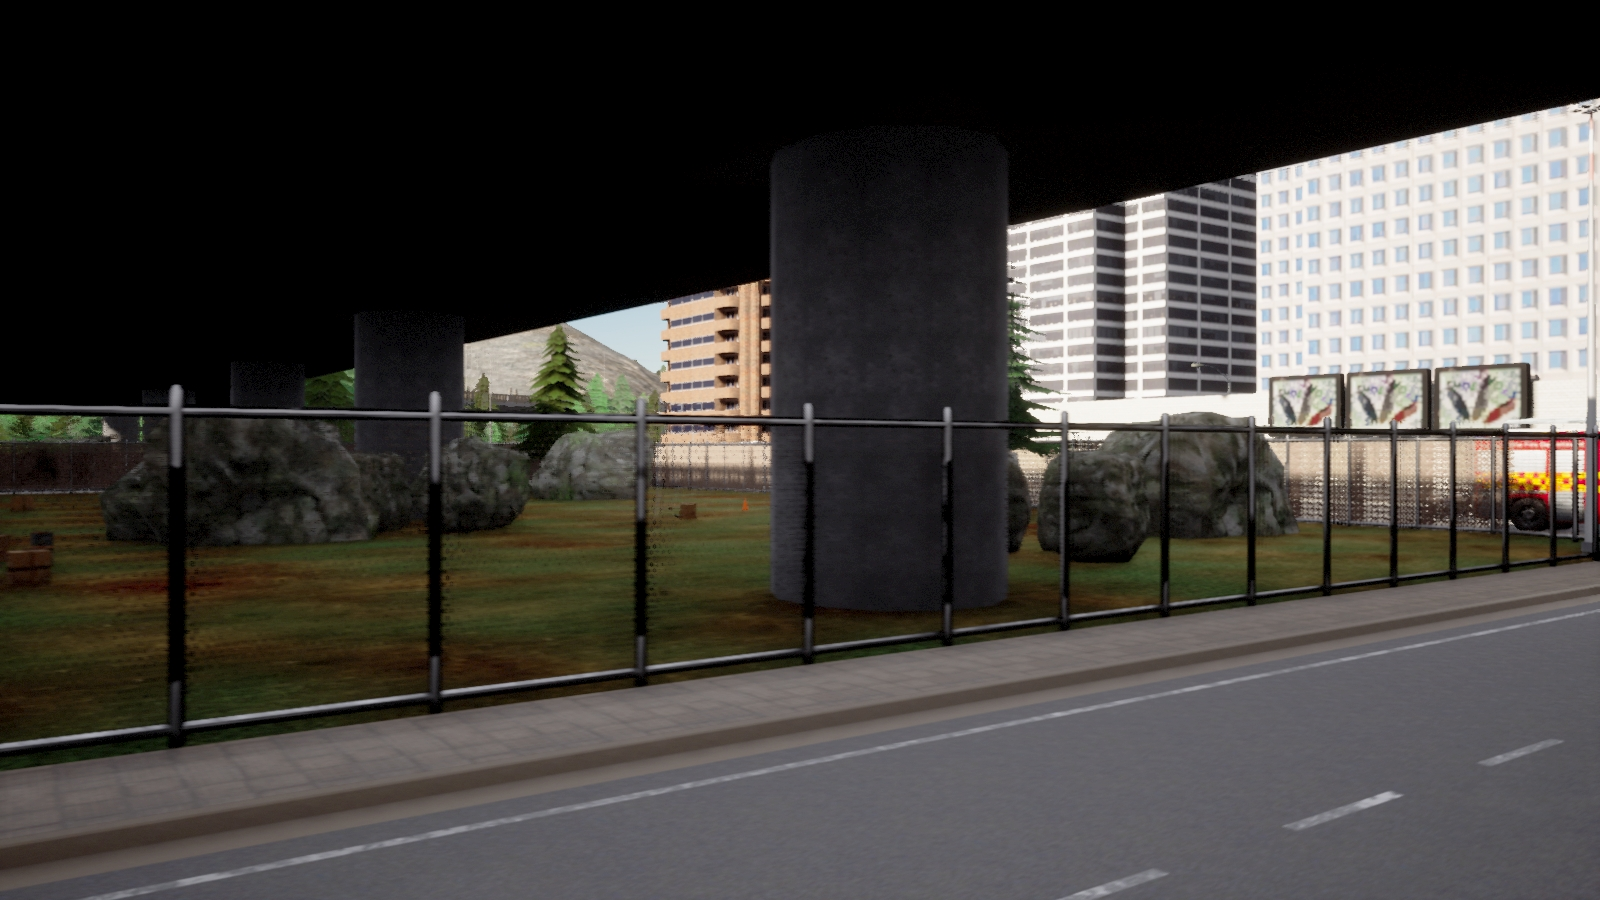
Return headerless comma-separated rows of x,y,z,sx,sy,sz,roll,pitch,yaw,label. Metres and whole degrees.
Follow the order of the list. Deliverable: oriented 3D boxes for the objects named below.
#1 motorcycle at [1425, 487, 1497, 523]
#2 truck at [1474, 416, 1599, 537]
25.711,2.117,44.482,0.764,1.277,2.356,0,0,-35,motorcycle
26.704,0.840,36.499,2.891,3.827,8.468,0,0,-35,truck
